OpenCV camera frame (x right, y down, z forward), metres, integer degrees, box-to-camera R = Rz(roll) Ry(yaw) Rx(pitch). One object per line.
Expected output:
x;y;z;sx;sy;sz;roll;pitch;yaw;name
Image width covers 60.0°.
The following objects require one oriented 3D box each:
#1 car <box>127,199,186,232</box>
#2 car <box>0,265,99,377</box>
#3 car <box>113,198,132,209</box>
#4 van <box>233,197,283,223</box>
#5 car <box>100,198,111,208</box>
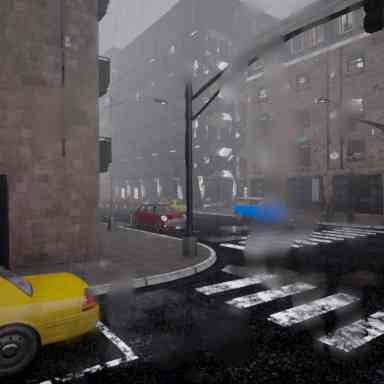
-1.928;1.440;19.972;1.967;1.590;4.097;0;0;-36;car
-3.634;1.525;3.972;4.829;1.417;1.752;0;0;-36;car
-8.440;1.462;43.205;1.887;1.381;4.507;-1;0;-36;car
4.864;1.279;24.880;1.690;1.788;3.998;0;0;-36;van
-11.766;1.462;47.787;1.887;1.381;4.507;-1;0;-36;car
